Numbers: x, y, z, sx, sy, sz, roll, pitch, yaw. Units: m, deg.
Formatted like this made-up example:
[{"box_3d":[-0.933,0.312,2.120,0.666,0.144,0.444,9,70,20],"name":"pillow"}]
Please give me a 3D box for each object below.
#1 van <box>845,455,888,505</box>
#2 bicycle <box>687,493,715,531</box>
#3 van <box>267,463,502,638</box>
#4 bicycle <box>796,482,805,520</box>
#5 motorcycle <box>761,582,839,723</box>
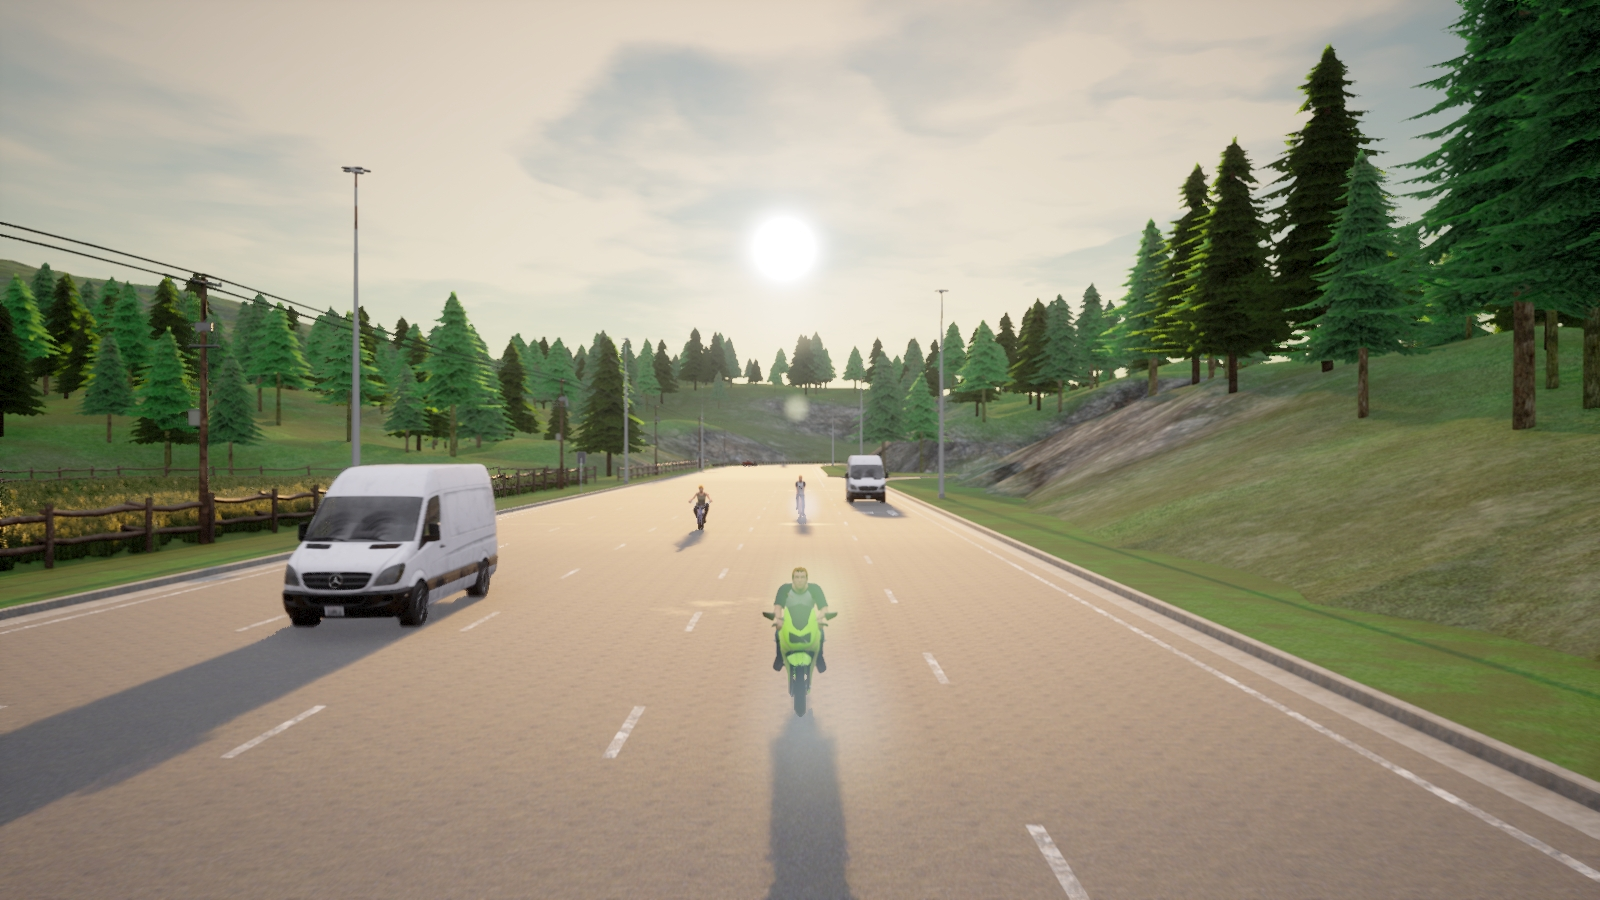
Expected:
[{"box_3d":[3.540,1.571,62.072,1.988,2.561,5.915,0,0,0],"name":"van"},{"box_3d":[-3.489,2.182,40.299,0.859,1.277,1.487,0,0,0],"name":"bicycle"},{"box_3d":[-7.004,1.547,20.100,1.988,2.561,5.915,0,0,0],"name":"van"},{"box_3d":[0.020,2.084,46.847,0.373,1.496,1.643,0,0,0],"name":"bicycle"},{"box_3d":[0.000,2.193,12.744,0.803,1.199,2.033,0,0,0],"name":"motorcycle"}]
